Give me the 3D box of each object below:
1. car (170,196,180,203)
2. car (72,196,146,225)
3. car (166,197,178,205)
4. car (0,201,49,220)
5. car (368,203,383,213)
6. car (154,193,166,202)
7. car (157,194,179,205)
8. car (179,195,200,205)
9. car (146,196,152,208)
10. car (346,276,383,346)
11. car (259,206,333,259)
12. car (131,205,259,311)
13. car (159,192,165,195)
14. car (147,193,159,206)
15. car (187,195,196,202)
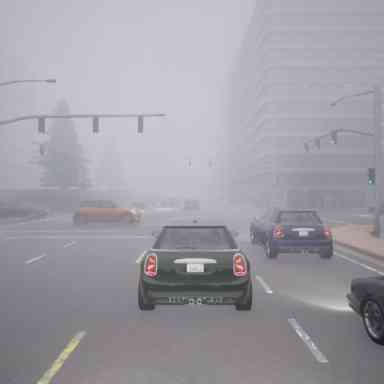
[{"bbox_3d":[-3.532,1.594,71.058,1.895,1.301,4.718,0,0,0],"label":"car"},{"bbox_3d":[-5.794,1.333,23.131,4.553,1.767,2.097,0,0,0],"label":"car"},{"bbox_3d":[-3.598,1.563,60.927,1.994,1.385,4.181,0,0,0],"label":"car"},{"bbox_3d":[-14.092,1.438,26.716,4.902,1.511,2.128,0,0,-3],"label":"car"},{"bbox_3d":[19.922,1.492,32.423,5.357,1.411,2.033,0,0,-18],"label":"car"},{"bbox_3d":[-7.033,1.224,74.523,2.150,2.045,5.566,0,0,0],"label":"car"},{"bbox_3d":[-3.620,1.491,51.040,2.128,1.511,4.902,0,0,0],"label":"car"},{"bbox_3d":[-0.044,1.492,41.684,2.128,1.511,4.902,0,0,3],"label":"car"},{"bbox_3d":[-7.121,1.600,45.569,1.895,1.301,4.718,0,0,0],"label":"car"},{"bbox_3d":[3.597,1.547,3.313,2.033,1.411,5.357,0,0,0],"label":"car"},{"bbox_3d":[3.581,1.352,12.788,2.097,1.767,4.553,0,0,0],"label":"car"},{"bbox_3d":[0.067,1.352,7.948,2.097,1.767,4.553,0,0,0],"label":"car"},{"bbox_3d":[-7.077,1.221,63.878,2.150,2.045,5.566,0,0,0],"label":"car"},{"bbox_3d":[-7.114,1.351,54.464,2.097,1.767,4.553,0,0,0],"label":"car"},{"bbox_3d":[-0.036,1.524,81.084,2.128,1.511,4.902,0,0,0],"label":"car"}]
